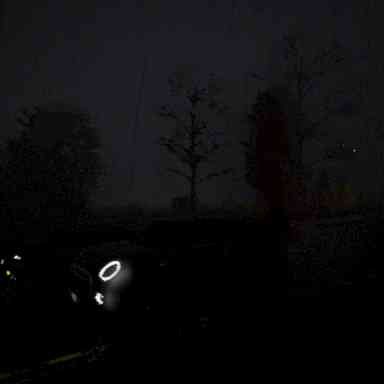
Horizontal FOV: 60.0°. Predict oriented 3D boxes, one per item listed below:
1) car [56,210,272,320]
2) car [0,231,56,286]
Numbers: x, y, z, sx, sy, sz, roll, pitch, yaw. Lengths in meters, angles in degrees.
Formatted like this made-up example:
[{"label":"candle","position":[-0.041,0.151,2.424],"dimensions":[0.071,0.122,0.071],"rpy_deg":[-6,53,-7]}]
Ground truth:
[{"label":"car","position":[-0.347,1.346,7.450],"dimensions":[4.553,1.767,2.097],"rpy_deg":[0,0,-36]},{"label":"car","position":[-3.092,1.561,9.481],"dimensions":[4.181,1.385,1.994],"rpy_deg":[0,0,-36]}]
